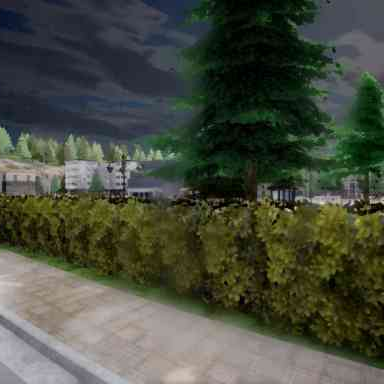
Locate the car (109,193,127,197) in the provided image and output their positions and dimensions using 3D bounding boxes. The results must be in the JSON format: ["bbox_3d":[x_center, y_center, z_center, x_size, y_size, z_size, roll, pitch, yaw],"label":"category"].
[{"bbox_3d":[-10.580,1.384,52.743,1.970,1.475,3.806,0,0,43],"label":"car"}]

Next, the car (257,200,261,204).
[{"bbox_3d":[9.633,1.352,44.218,2.097,1.767,4.553,0,0,43],"label":"car"}]

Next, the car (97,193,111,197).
[{"bbox_3d":[-16.705,1.097,68.962,1.932,1.855,4.605,0,0,43],"label":"car"}]

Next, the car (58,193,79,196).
[{"bbox_3d":[-28.384,1.154,79.464,2.152,1.636,5.027,0,0,43],"label":"car"}]

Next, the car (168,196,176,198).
[{"bbox_3d":[-3.312,1.374,56.078,1.845,1.501,3.633,0,0,43],"label":"car"}]
